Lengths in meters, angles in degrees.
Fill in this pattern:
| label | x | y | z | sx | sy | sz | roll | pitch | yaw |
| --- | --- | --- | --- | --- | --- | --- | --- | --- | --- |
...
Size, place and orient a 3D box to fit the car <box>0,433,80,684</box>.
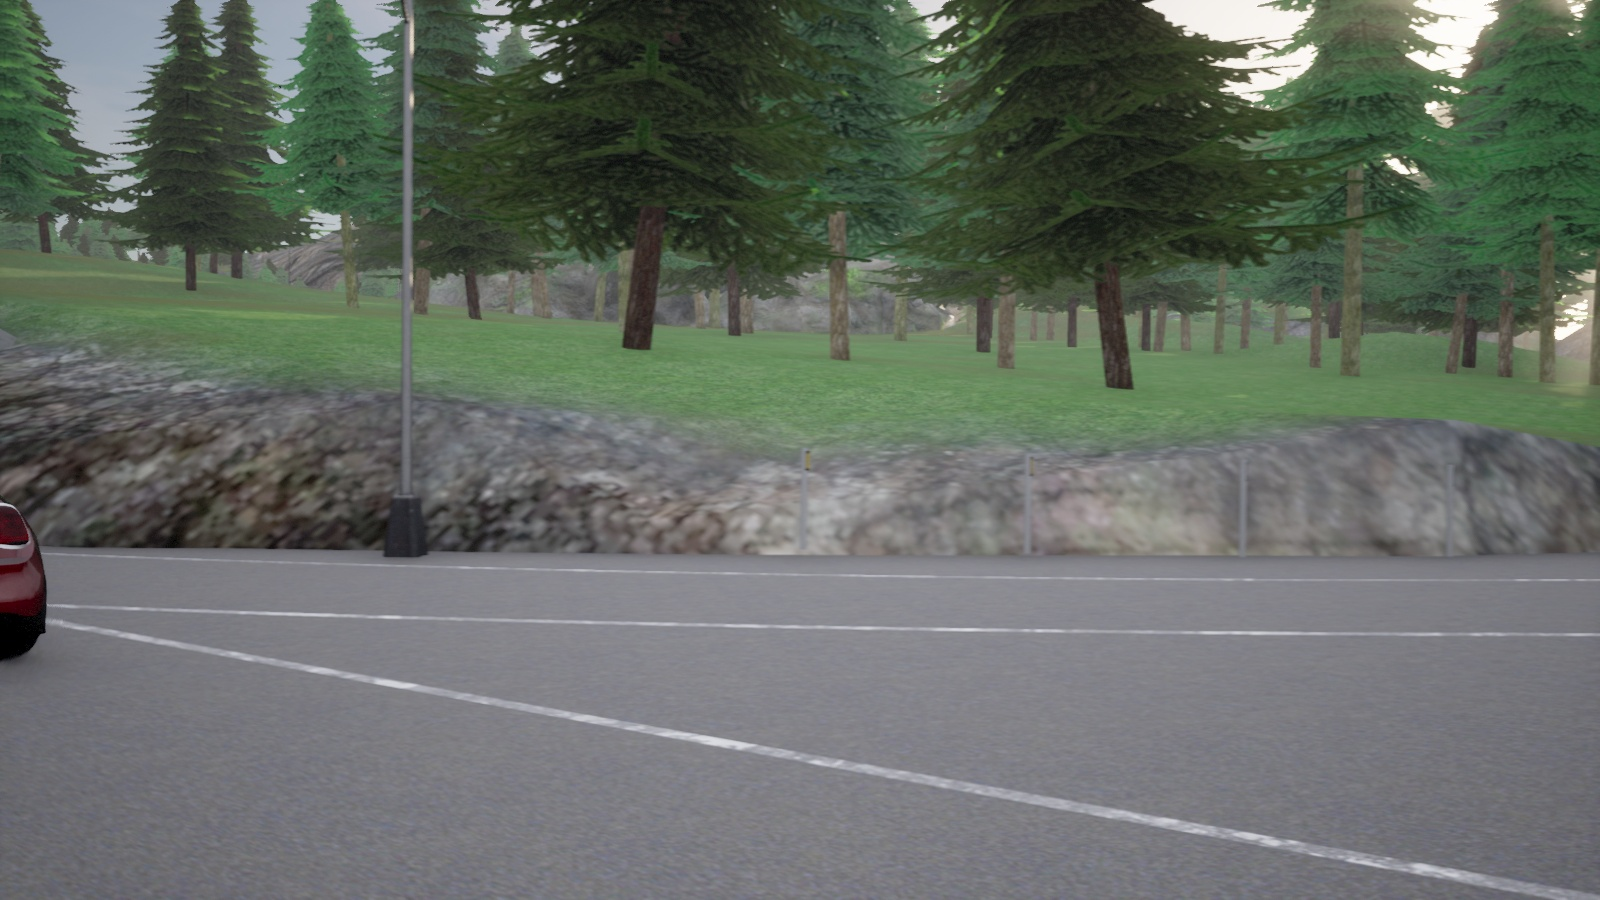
| label | x | y | z | sx | sy | sz | roll | pitch | yaw |
| --- | --- | --- | --- | --- | --- | --- | --- | --- | --- |
| car | -6.597 | 0.647 | 8.005 | 3.806 | 1.475 | 1.970 | 0 | 1 | 34 |
